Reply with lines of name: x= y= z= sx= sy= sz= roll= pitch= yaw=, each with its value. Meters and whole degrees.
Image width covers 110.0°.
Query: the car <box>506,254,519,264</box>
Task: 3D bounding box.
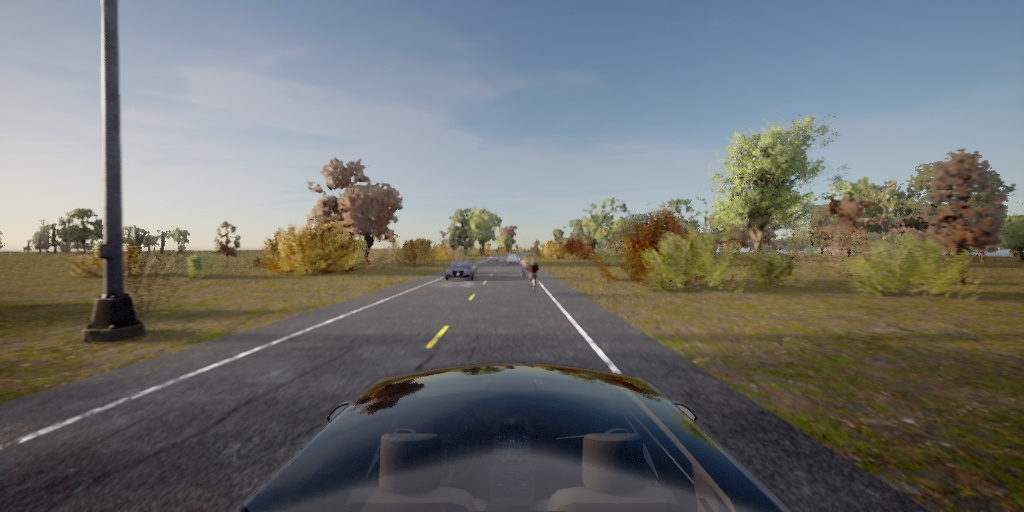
car: x=0.073 y=0.496 z=55.079 sx=1.812 sy=1.442 sz=4.674 roll=0 pitch=1 yaw=0

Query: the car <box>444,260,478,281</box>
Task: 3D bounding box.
car: x=-3.580 y=0.975 z=25.765 sx=1.994 sy=1.385 sz=4.181 roll=0 pitch=1 yaw=0

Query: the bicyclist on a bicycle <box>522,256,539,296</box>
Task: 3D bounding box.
bicyclist on a bicycle: x=0.964 y=0.913 z=16.710 sx=0.659 sy=1.776 sz=1.843 roll=0 pitch=1 yaw=0

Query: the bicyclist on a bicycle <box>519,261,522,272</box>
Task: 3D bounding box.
bicyclist on a bicycle: x=0.942 y=0.837 z=26.544 sx=0.866 sy=1.612 sz=1.509 roll=0 pitch=1 yaw=0
